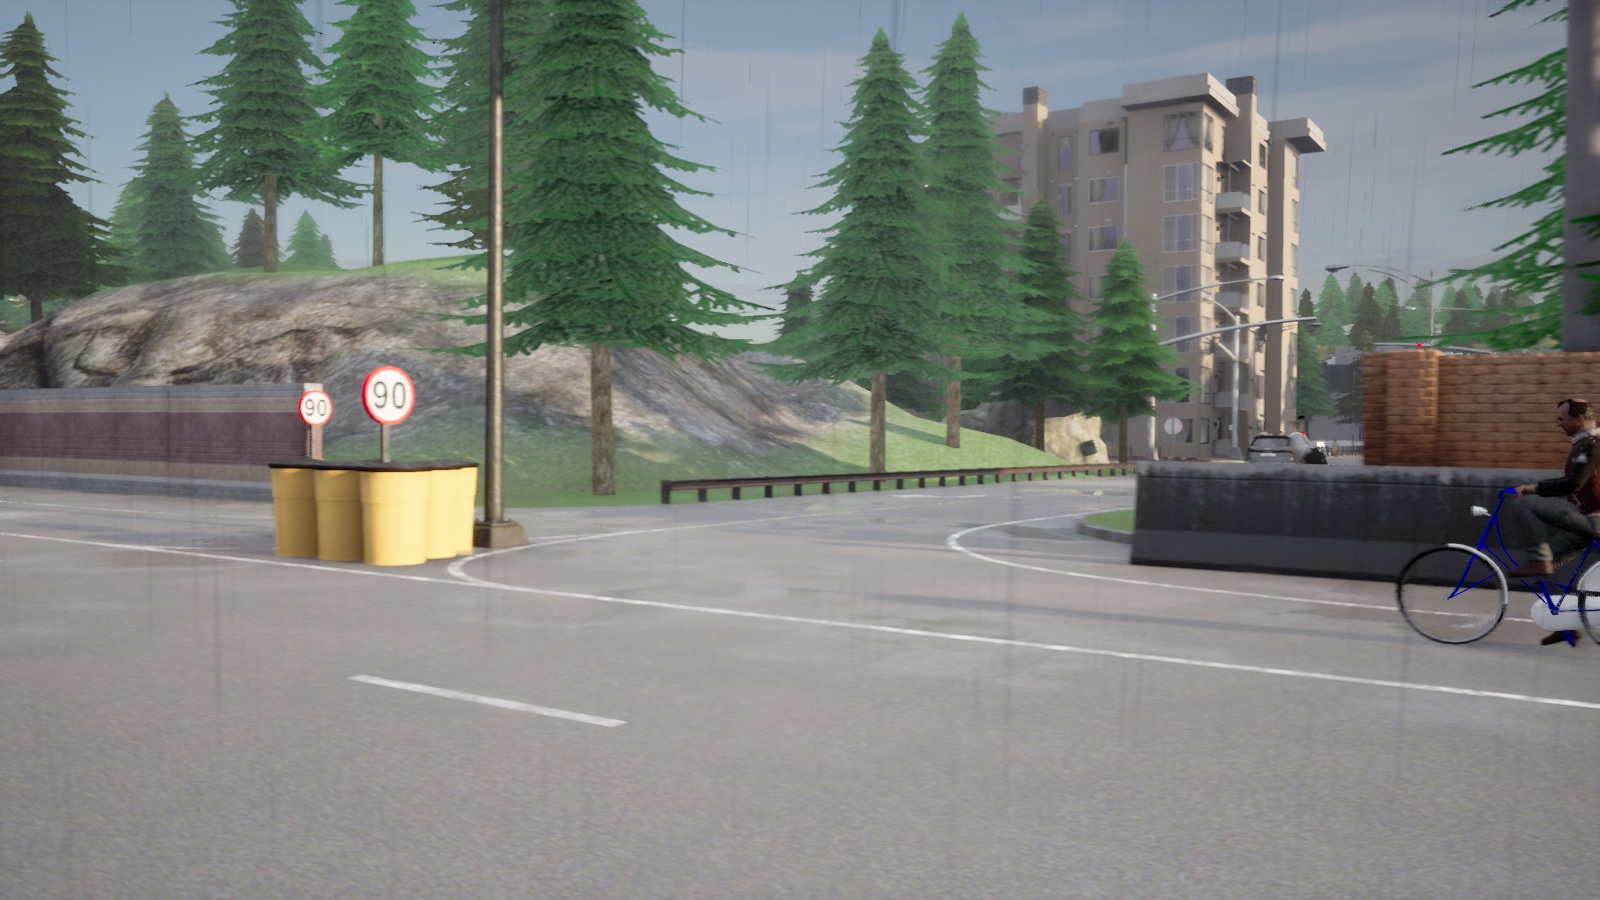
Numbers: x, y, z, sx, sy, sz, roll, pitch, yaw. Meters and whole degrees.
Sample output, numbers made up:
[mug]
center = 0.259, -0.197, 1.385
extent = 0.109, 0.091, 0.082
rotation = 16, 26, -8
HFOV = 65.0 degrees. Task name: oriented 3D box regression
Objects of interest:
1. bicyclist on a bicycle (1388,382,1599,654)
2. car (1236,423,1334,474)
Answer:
[bicyclist on a bicycle]
center = 5.103, 0.438, 8.633
extent = 1.843, 1.776, 0.659
rotation = 0, 1, 34
[car]
center = 16.608, -0.094, 42.874
extent = 2.033, 1.649, 4.856
rotation = 0, 1, 34
